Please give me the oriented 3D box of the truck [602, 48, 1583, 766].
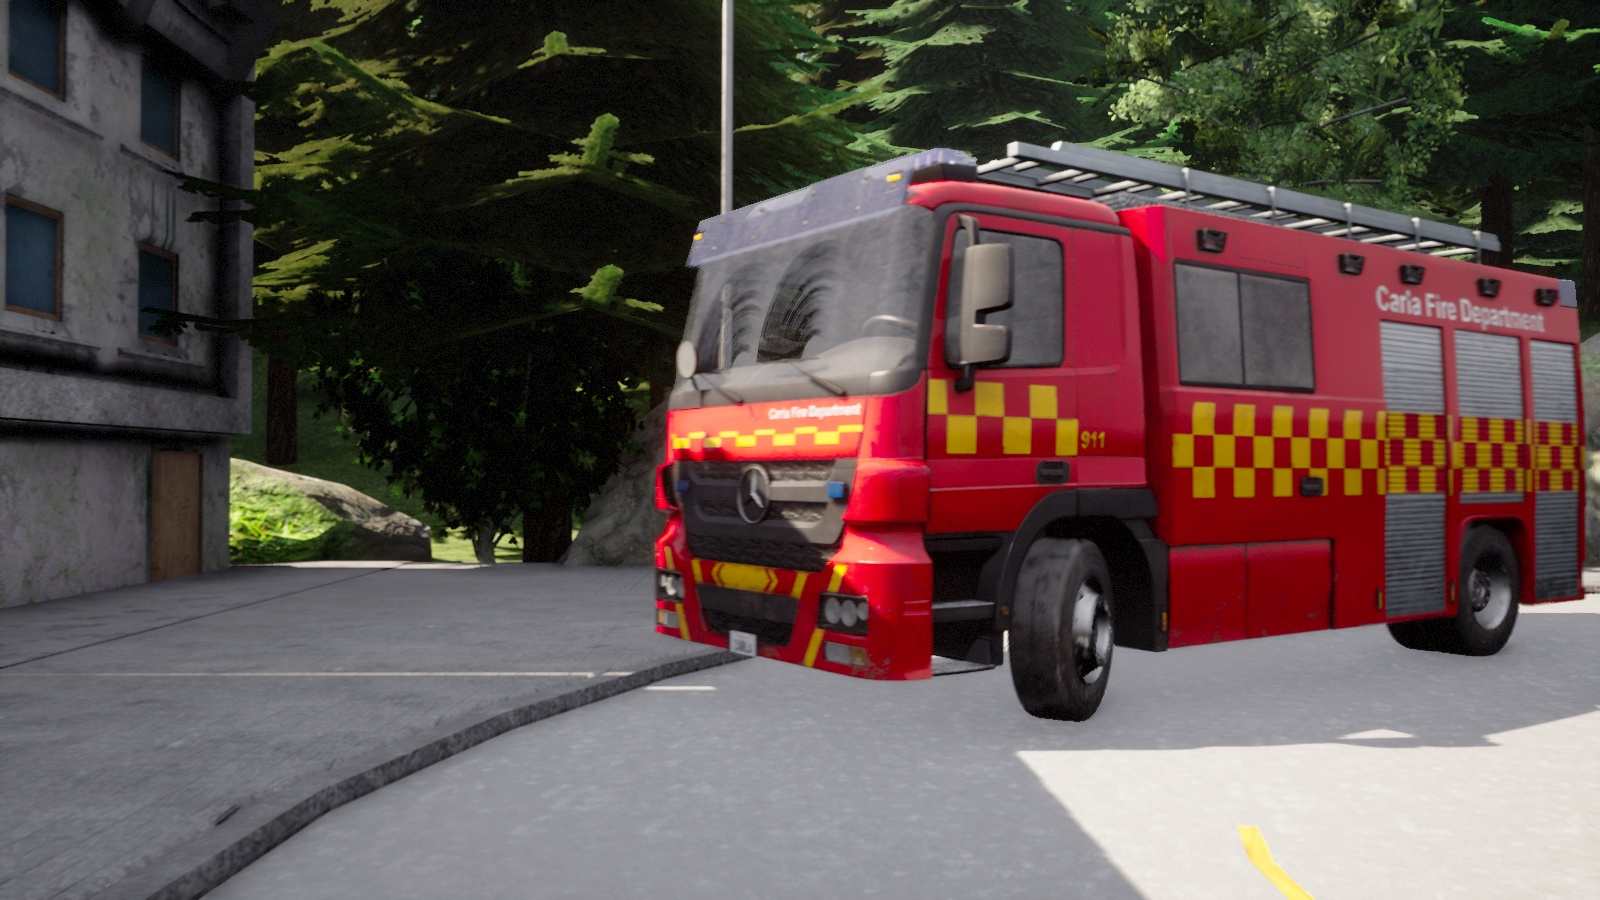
[{"bbox_3d":[2.872,-0.193,10.300,8.468,3.827,2.891,0,-1,-35],"label":"truck"}]
